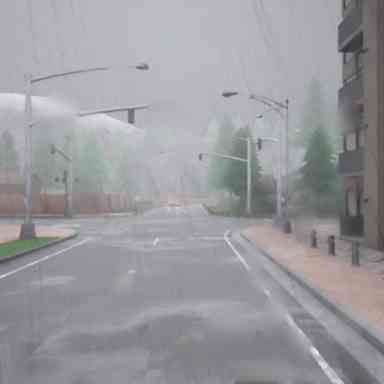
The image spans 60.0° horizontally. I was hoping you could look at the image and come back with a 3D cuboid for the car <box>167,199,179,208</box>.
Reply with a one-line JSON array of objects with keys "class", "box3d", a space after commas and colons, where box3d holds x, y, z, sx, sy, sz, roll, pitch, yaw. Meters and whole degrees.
[{"class": "car", "box3d": [-3.511, 2.064, 62.393, 1.882, 1.535, 5.008, 0, -1, 0]}]
